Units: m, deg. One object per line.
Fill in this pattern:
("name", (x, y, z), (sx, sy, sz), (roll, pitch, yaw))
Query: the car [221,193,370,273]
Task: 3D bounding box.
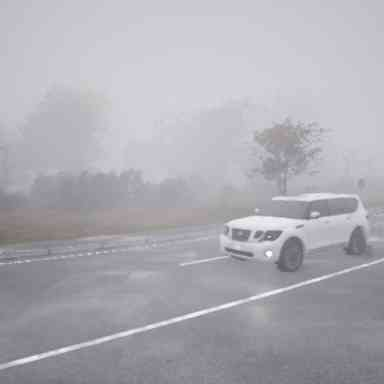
("car", (3.511, 1.099, 10.729), (5.566, 2.045, 2.150), (-2, 1, -35))
